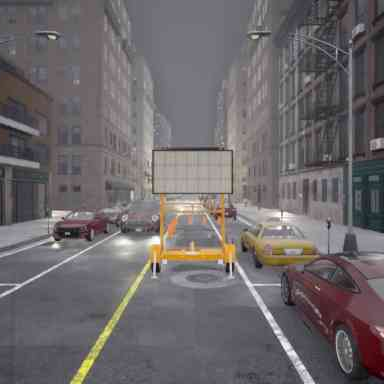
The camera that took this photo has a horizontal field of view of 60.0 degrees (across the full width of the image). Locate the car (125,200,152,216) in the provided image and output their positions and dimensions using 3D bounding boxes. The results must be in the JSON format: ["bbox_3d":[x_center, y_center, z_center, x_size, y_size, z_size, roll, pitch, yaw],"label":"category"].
[{"bbox_3d":[-5.319,1.562,33.611,1.947,1.339,4.313,0,0,0],"label":"car"}]

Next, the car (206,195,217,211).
[{"bbox_3d":[2.706,1.436,33.595,1.967,1.590,4.097,0,0,0],"label":"car"}]

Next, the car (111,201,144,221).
[{"bbox_3d":[-5.331,1.542,27.929,1.887,1.381,4.507,0,0,0],"label":"car"}]

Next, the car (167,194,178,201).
[{"bbox_3d":[-5.248,1.299,83.217,2.192,1.841,5.009,0,0,0],"label":"car"}]

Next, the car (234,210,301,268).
[{"bbox_3d":[2.660,1.525,11.036,1.752,1.417,4.829,0,0,0],"label":"car"}]

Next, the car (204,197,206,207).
[{"bbox_3d":[2.718,1.540,39.277,1.887,1.381,4.507,0,0,0],"label":"car"}]

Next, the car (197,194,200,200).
[{"bbox_3d":[2.860,1.301,77.698,2.192,1.841,5.009,0,0,0],"label":"car"}]

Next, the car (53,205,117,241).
[{"bbox_3d":[-5.354,1.543,16.564,1.887,1.381,4.507,0,0,0],"label":"car"}]

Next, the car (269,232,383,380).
[{"bbox_3d":[2.648,1.582,5.183,1.802,1.307,4.206,0,0,0],"label":"car"}]

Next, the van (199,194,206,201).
[{"bbox_3d":[2.874,1.324,88.705,1.690,1.788,3.998,0,0,0],"label":"van"}]

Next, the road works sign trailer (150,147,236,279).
[{"bbox_3d":[0.021,0.464,10.058,2.380,3.560,2.880,0,0,0],"label":"road works sign trailer"}]

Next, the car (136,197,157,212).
[{"bbox_3d":[-5.307,1.435,39.293,1.967,1.590,4.097,0,0,0],"label":"car"}]

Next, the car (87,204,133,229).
[{"bbox_3d":[-5.342,1.549,22.246,2.008,1.369,4.403,0,0,0],"label":"car"}]

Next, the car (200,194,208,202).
[{"bbox_3d":[2.741,1.308,50.642,2.192,1.841,5.009,0,0,0],"label":"car"}]

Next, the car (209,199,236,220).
[{"bbox_3d":[2.694,1.542,27.913,1.887,1.381,4.507,0,0,0],"label":"car"}]

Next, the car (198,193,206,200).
[{"bbox_3d":[2.880,1.296,94.209,2.192,1.841,5.009,0,0,0],"label":"car"}]

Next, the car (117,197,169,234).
[{"bbox_3d":[-2.710,1.350,19.218,2.097,1.767,4.553,0,0,0],"label":"car"}]

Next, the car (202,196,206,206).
[{"bbox_3d":[2.729,1.545,44.960,2.008,1.369,4.403,0,0,0],"label":"car"}]
